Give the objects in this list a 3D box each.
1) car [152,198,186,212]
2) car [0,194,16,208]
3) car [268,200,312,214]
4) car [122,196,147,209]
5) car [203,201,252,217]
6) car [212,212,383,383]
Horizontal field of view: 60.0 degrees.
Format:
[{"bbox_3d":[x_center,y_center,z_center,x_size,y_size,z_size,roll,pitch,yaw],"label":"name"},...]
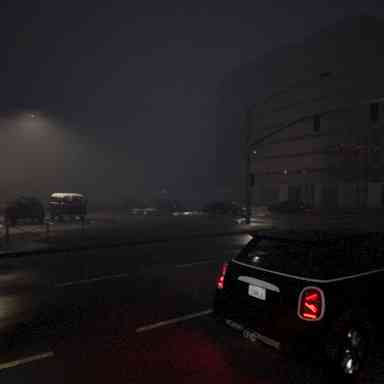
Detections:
[{"bbox_3d":[-2.525,1.578,39.464,1.812,1.442,4.674,0,0,-36],"label":"car"},{"bbox_3d":[-31.719,1.208,56.462,1.932,1.855,4.605,0,0,-35],"label":"car"},{"bbox_3d":[10.011,1.577,34.232,1.812,1.442,4.674,0,0,-35],"label":"car"},{"bbox_3d":[-8.287,1.404,47.579,2.097,1.767,4.553,0,0,-35],"label":"car"},{"bbox_3d":[3.168,1.600,31.431,2.033,1.411,5.357,0,0,-35],"label":"car"},{"bbox_3d":[2.601,1.351,5.658,4.553,1.767,2.097,0,0,-35],"label":"car"}]
